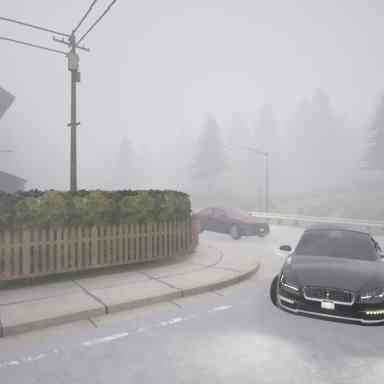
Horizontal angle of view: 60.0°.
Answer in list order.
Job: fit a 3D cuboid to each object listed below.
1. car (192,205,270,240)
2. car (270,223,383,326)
[{"bbox_3d":[1.883,1.478,17.453,1.882,1.535,5.008,0,0,-33],"label":"car"},{"bbox_3d":[3.184,1.505,7.317,1.837,1.490,4.892,0,0,27],"label":"car"}]
